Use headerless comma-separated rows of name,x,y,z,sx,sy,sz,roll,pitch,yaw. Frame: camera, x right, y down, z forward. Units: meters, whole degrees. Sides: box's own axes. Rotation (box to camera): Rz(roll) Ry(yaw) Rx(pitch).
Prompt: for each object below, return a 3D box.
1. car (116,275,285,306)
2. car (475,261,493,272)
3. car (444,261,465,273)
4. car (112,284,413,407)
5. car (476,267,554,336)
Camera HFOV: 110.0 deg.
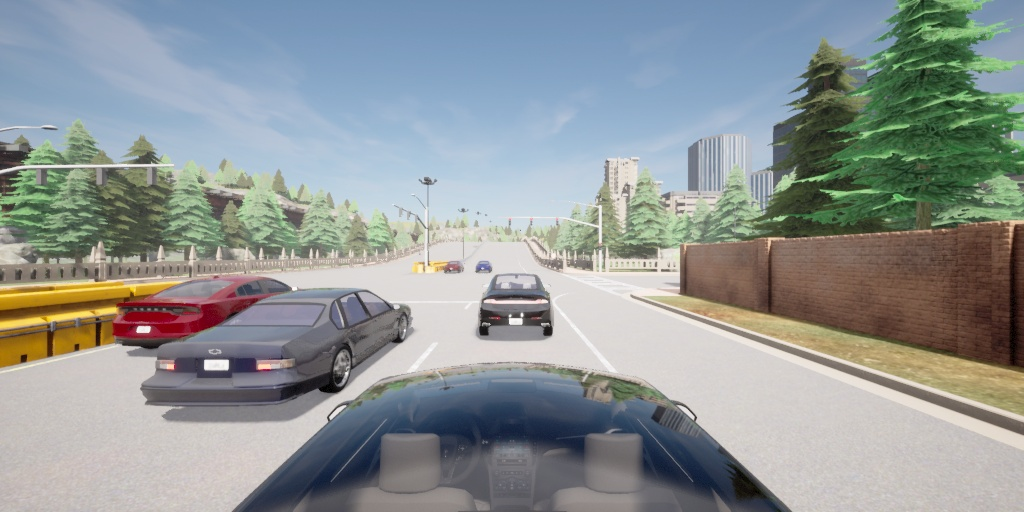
car,-6.901,1.228,9.192,1.882,1.535,5.008,0,0,0
car,-3.409,1.276,44.165,1.812,1.442,4.674,0,0,0
car,-6.905,1.276,43.155,1.812,1.442,4.674,0,0,0
car,-3.400,1.297,6.630,2.033,1.411,5.357,0,0,0
car,0.127,1.242,10.377,2.128,1.511,4.902,0,0,1
